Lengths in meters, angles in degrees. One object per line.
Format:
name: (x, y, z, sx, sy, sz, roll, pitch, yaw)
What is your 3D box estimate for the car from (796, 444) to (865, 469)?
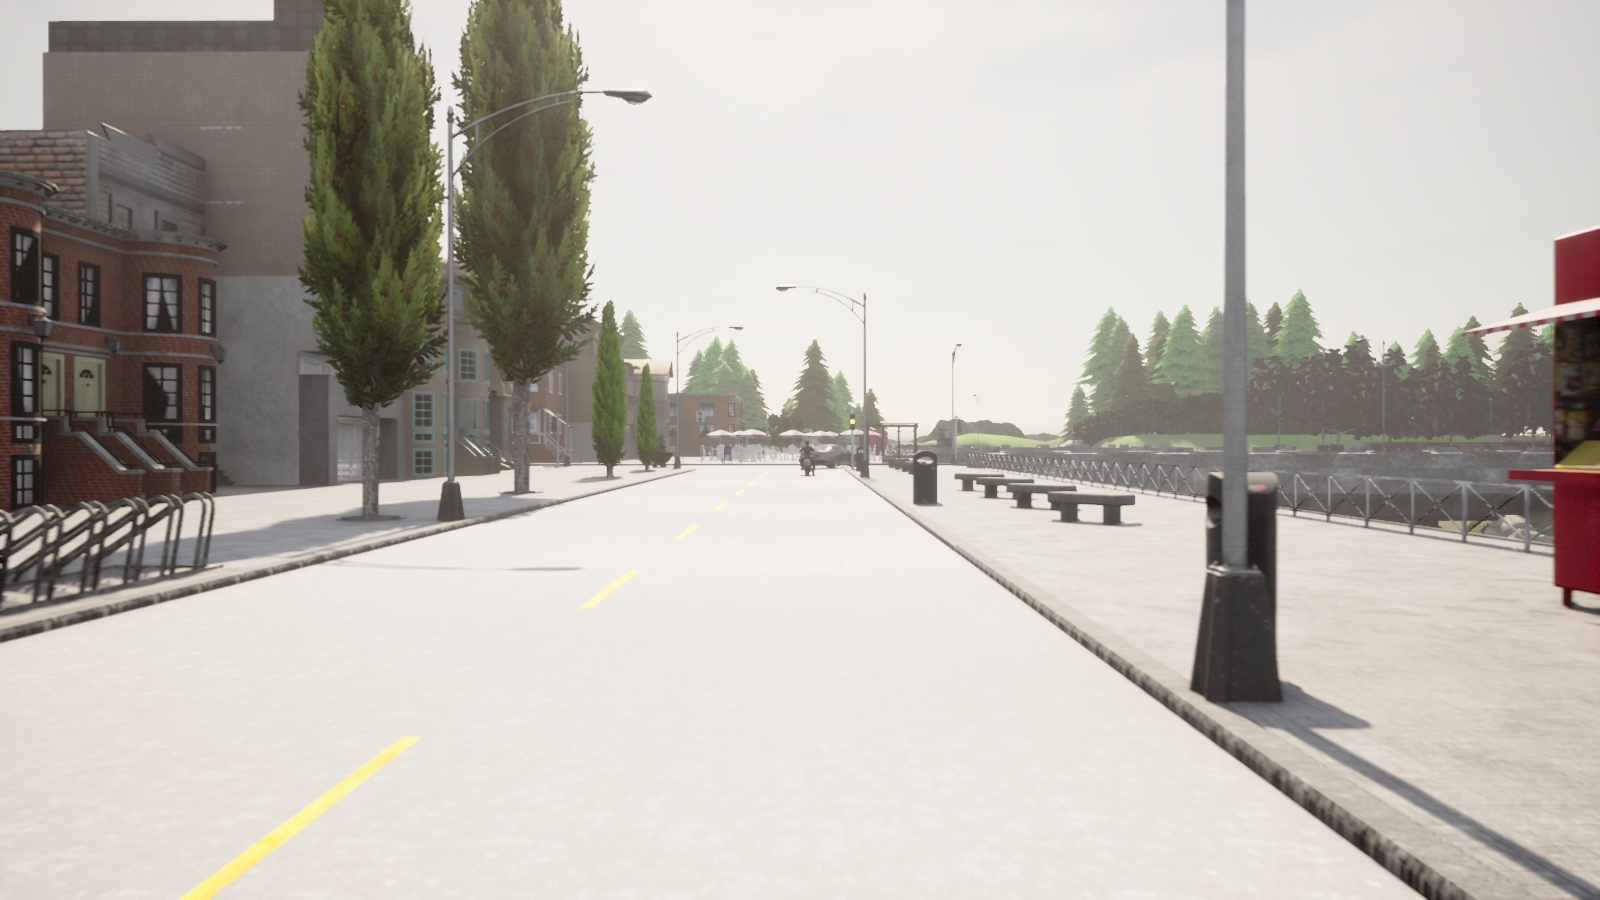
car: (1.850, 0.378, 74.024, 2.033, 1.411, 5.357, 0, 0, 26)
